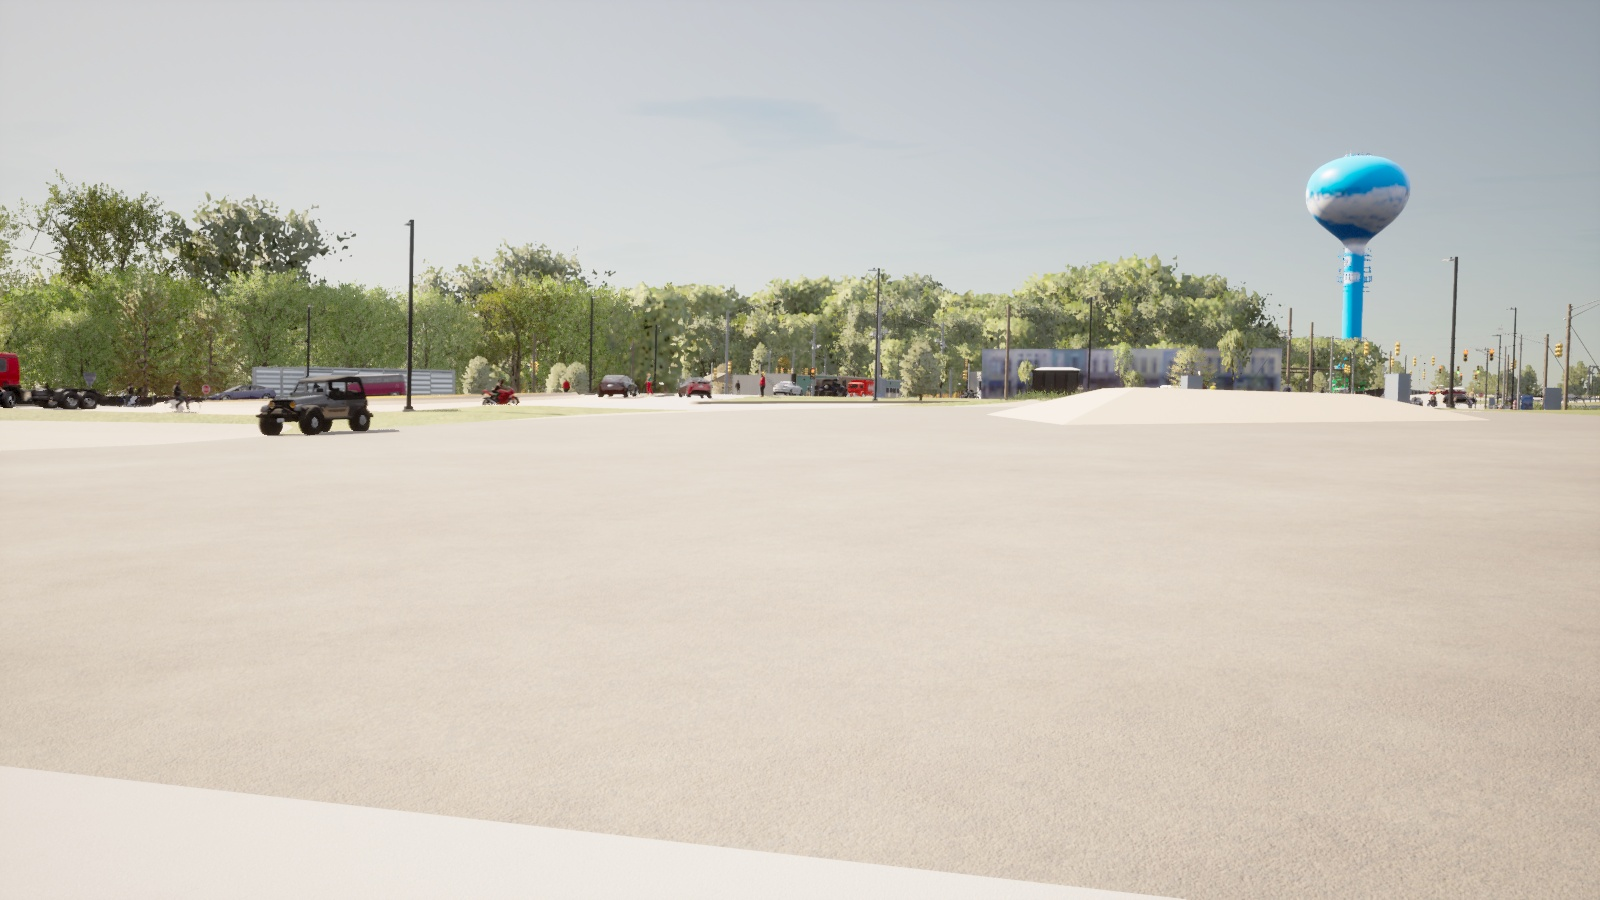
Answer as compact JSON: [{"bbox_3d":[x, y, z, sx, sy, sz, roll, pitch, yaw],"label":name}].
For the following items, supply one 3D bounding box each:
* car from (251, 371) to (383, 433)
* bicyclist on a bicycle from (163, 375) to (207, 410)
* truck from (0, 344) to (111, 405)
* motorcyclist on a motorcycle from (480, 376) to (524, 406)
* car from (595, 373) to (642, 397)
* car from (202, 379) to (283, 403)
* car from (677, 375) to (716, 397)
[{"bbox_3d":[-15.640,-1.589,40.870,1.905,1.878,3.866,0,3,19],"label":"car"},{"bbox_3d":[-31.865,-2.970,65.116,1.843,1.776,0.659,0,7,-2],"label":"bicyclist on a bicycle"},{"bbox_3d":[-47.466,-4.627,77.907,2.891,3.462,7.936,3,2,27],"label":"truck"},{"bbox_3d":[-15.582,-3.076,65.759,2.044,1.523,0.797,-1,4,6],"label":"motorcyclist on a motorcycle"},{"bbox_3d":[-11.998,-4.318,83.207,2.163,1.488,4.792,1,3,3],"label":"car"},{"bbox_3d":[-40.241,-4.254,90.754,2.163,1.488,4.792,-4,0,40],"label":"car"},{"bbox_3d":[-7.683,-4.675,92.533,2.007,1.525,4.514,1,2,-15],"label":"car"}]
